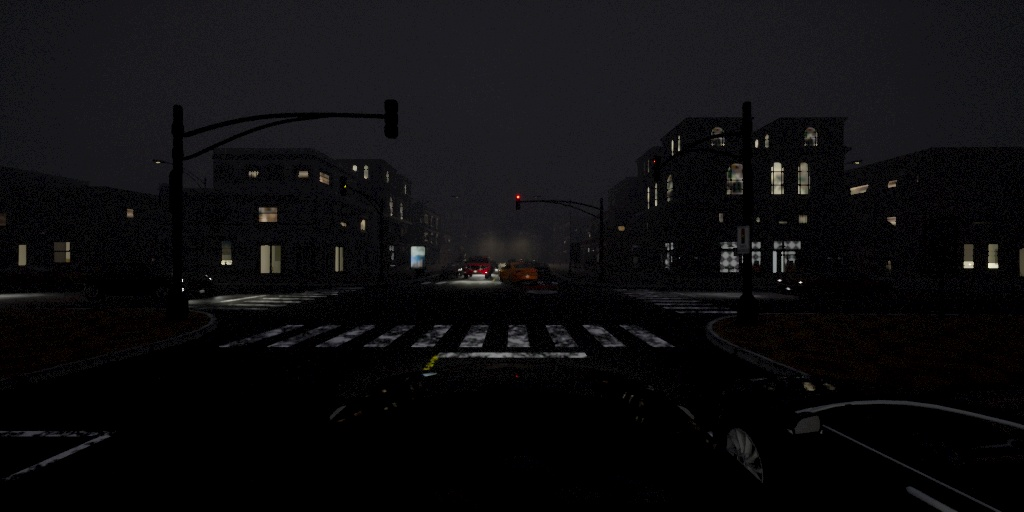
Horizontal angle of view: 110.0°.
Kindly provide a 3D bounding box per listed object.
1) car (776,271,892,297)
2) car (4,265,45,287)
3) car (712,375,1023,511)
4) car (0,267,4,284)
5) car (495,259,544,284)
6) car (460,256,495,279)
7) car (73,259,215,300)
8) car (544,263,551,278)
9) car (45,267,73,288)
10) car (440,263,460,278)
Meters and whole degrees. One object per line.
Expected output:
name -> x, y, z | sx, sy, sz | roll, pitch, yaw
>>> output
car -> 17.000, 1.448, 19.141 | 4.718, 1.301, 1.895 | 0, 0, 1
car -> -30.824, 1.228, 22.455 | 4.207, 1.307, 1.802 | 0, 0, 1
car -> 2.691, 1.300, 1.594 | 2.007, 1.370, 4.403 | 0, 0, 0
car -> -27.387, 1.135, 16.616 | 4.892, 1.490, 1.837 | 0, 0, 1
car -> 0.413, 1.230, 26.751 | 1.882, 1.535, 5.008 | -1, 0, -15
car -> -3.118, 0.974, 33.533 | 2.150, 2.045, 5.566 | 0, 0, 1
car -> -16.484, 1.028, 16.481 | 4.553, 1.767, 2.097 | 0, 0, 0
car -> 2.684, 1.318, 33.984 | 1.948, 1.339, 4.313 | 0, 0, 0
car -> -25.458, 1.195, 22.373 | 4.829, 1.417, 1.751 | 0, 0, 1
car -> -5.696, 1.335, 33.995 | 1.802, 1.307, 4.207 | 0, 0, 0
